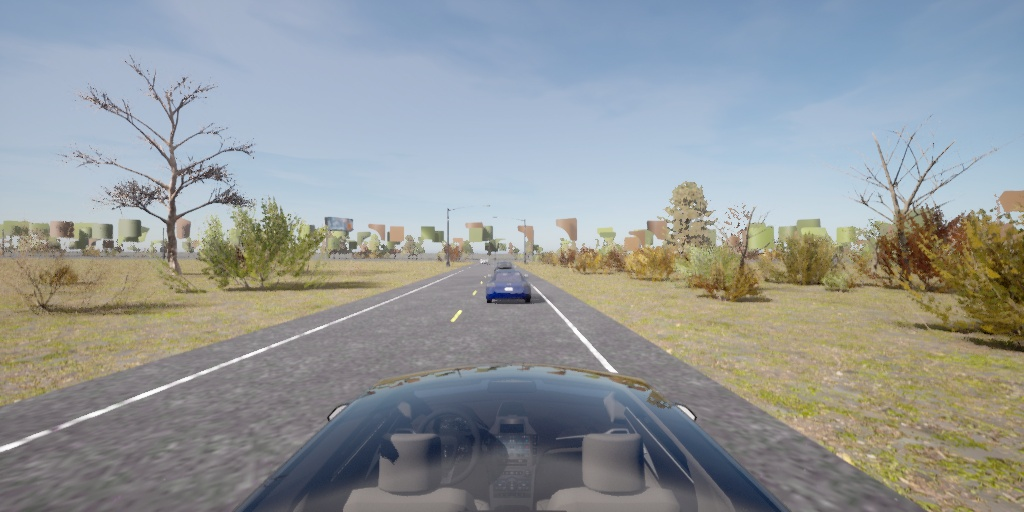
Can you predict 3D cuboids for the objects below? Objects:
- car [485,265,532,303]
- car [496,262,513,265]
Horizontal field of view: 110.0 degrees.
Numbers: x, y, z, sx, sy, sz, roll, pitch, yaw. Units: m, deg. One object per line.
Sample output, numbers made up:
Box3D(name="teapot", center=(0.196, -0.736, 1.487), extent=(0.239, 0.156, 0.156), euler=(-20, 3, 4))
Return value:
Box3D(name="car", center=(-0.179, 1.314, 16.573), extent=(1.994, 1.385, 4.181), euler=(0, 0, -1))
Box3D(name="car", center=(-0.690, 1.240, 31.590), extent=(1.837, 1.490, 4.892), euler=(0, 0, -2))
